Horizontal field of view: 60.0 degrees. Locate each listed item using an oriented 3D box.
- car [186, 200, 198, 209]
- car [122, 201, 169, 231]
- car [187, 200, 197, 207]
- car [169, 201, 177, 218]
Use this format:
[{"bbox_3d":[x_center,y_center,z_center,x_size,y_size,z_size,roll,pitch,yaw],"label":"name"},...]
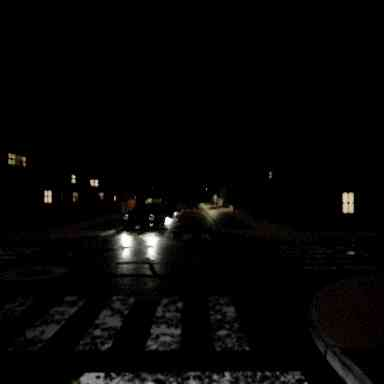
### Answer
[{"bbox_3d":[-0.026,2.048,55.680,1.882,1.535,5.008,0,-1,0],"label":"car"},{"bbox_3d":[-3.095,1.542,22.062,2.097,1.767,4.553,0,-1,4],"label":"car"},{"bbox_3d":[-0.030,2.242,66.097,1.812,1.442,4.674,0,-1,0],"label":"car"},{"bbox_3d":[-2.855,1.869,33.644,1.994,1.385,4.181,0,-1,0],"label":"car"}]
